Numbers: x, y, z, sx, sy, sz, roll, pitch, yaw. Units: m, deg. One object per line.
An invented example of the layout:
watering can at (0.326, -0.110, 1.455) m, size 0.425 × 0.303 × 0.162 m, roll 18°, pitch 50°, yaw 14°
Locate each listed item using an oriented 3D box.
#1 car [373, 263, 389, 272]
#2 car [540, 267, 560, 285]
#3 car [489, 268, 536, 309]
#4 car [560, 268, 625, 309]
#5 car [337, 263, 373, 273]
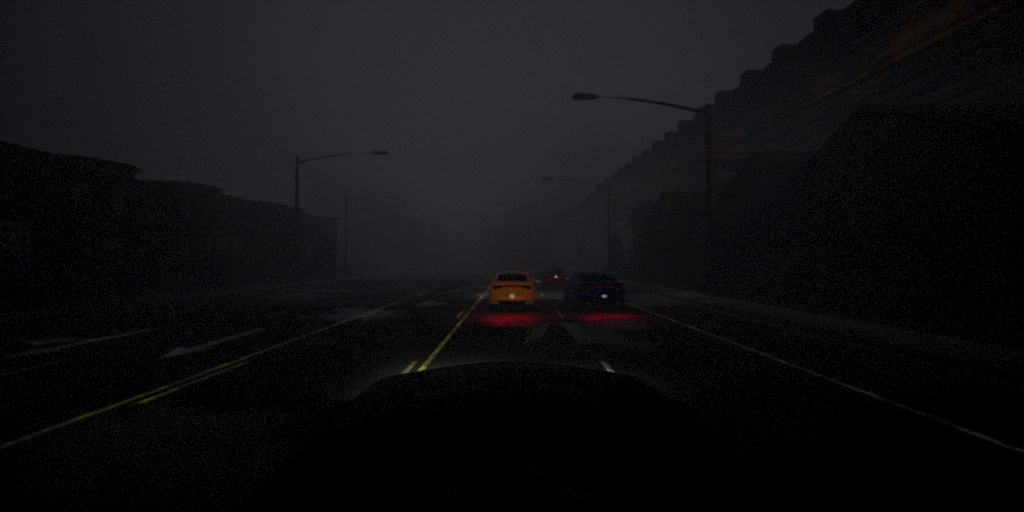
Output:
car at (-23.181, 1.891, 60.464) m, size 5.008 × 1.535 × 1.882 m, roll -1°, pitch -1°, yaw 21°
car at (3.505, 1.638, 30.352) m, size 1.994 × 1.385 × 4.181 m, roll 0°, pitch -1°, yaw 0°
car at (0.022, 1.390, 16.070) m, size 1.882 × 1.535 × 5.008 m, roll 0°, pitch 0°, yaw 0°
car at (3.522, 1.389, 16.059) m, size 1.882 × 1.535 × 5.008 m, roll 0°, pitch 0°, yaw 0°
car at (-25.733, 1.931, 57.736) m, size 5.357 × 1.411 × 2.033 m, roll 0°, pitch -1°, yaw 19°
